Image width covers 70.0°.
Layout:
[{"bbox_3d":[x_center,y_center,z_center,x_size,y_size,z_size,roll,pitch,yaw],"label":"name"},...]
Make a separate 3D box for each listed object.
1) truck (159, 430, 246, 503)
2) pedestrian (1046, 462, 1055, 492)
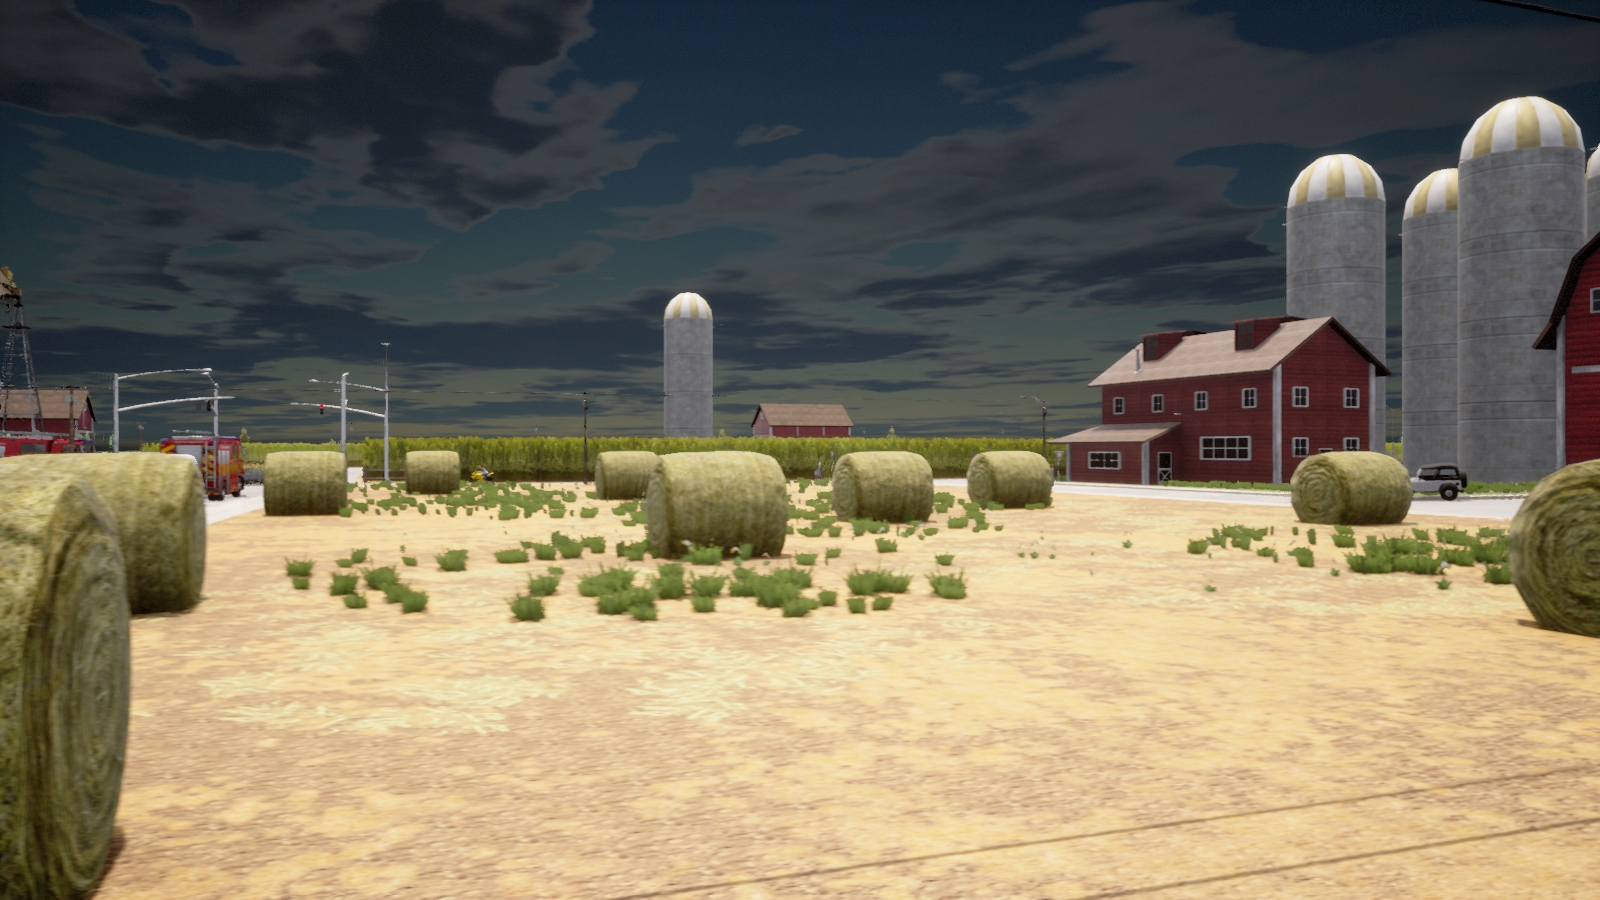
[{"bbox_3d":[-33.541,0.855,64.497,2.891,3.827,8.468,0,0,-17],"label":"truck"},{"bbox_3d":[15.667,1.675,71.374,0.375,1.860,0.375,0,0,-24],"label":"pedestrian"}]
